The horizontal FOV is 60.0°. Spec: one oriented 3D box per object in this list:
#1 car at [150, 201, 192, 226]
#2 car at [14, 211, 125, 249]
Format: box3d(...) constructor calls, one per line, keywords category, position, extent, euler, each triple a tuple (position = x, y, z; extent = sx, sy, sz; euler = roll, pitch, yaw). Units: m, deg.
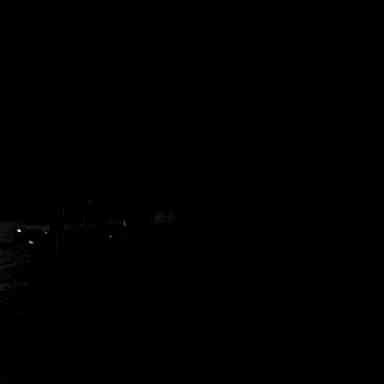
box3d(category="car", position=(-1.006, 1.407, 22.726), extent=(2.128, 1.511, 4.902), euler=(0, 0, 25))
box3d(category="car", position=(-5.017, 1.540, 14.284), extent=(1.895, 1.301, 4.718), euler=(0, 0, 25))
